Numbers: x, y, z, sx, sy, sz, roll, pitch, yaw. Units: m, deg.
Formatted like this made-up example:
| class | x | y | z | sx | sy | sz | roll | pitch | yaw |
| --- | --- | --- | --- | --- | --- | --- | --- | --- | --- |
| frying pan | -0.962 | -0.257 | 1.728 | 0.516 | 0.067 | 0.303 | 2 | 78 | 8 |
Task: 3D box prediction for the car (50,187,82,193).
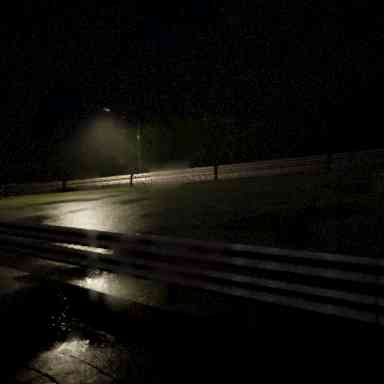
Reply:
| class | x | y | z | sx | sy | sz | roll | pitch | yaw |
| --- | --- | --- | --- | --- | --- | --- | --- | --- | --- |
| car | -18.571 | -0.289 | 48.918 | 4.718 | 1.301 | 1.895 | -4 | -2 | 23 |
